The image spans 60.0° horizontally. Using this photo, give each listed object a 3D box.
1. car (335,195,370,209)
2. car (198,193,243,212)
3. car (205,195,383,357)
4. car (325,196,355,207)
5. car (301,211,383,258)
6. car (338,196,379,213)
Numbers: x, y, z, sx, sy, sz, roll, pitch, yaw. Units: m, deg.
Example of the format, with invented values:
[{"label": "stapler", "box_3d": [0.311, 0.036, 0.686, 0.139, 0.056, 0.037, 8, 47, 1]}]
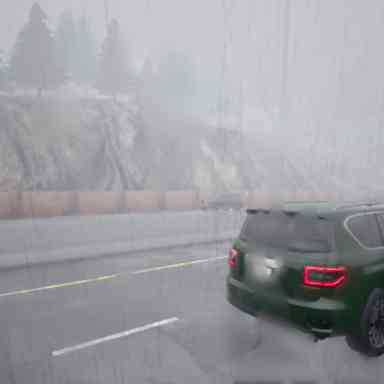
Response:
[{"label": "car", "box_3d": [20.017, 1.244, 41.332, 5.008, 1.535, 1.882, -1, 0, -37]}, {"label": "car", "box_3d": [3.304, 1.138, 37.385, 5.566, 2.045, 2.150, 0, 0, -37]}, {"label": "car", "box_3d": [3.134, 1.187, 6.232, 5.566, 2.045, 2.150, -1, 0, -37]}, {"label": "car", "box_3d": [20.493, 1.319, 46.087, 4.181, 1.385, 1.994, -1, 0, -37]}, {"label": "car", "box_3d": [6.588, 1.526, 13.222, 4.718, 1.301, 1.895, -1, 0, -37]}, {"label": "car", "box_3d": [17.612, 1.274, 35.096, 5.008, 1.535, 1.882, 0, 0, -37]}]
